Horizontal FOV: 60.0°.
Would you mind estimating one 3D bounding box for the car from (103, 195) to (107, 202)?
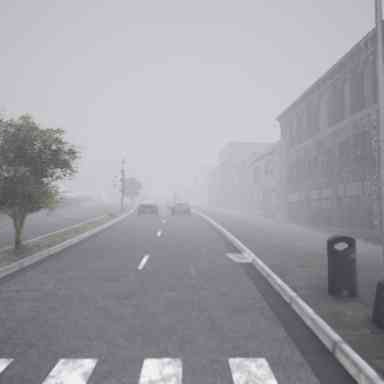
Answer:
[{"bbox_3d":[-25.875,1.565,86.143,5.566,2.045,2.435,1,-2,-29],"label":"car"}]

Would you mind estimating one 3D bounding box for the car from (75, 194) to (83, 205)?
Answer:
[{"bbox_3d":[-20.821,1.372,53.802,5.008,1.535,2.097,0,0,-29],"label":"car"}]

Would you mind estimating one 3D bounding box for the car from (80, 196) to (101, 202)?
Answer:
[{"bbox_3d":[-25.437,1.784,83.176,4.674,1.452,2.002,0,-2,-29],"label":"car"}]

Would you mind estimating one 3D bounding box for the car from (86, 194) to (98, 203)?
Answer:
[{"bbox_3d":[-23.576,1.525,71.421,5.008,1.535,2.097,0,-1,-29],"label":"car"}]

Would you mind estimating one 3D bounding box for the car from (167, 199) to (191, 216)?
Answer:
[{"bbox_3d":[-1.174,1.503,32.654,2.128,1.511,4.902,1,0,-5],"label":"car"}]

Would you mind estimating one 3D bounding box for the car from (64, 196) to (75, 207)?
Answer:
[{"bbox_3d":[-19.929,1.360,47.956,4.892,1.521,2.231,0,0,-28],"label":"car"}]

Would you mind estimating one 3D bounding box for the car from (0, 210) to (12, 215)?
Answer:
[{"bbox_3d":[-17.669,1.355,27.402,4.892,1.521,2.231,0,0,-24],"label":"car"}]

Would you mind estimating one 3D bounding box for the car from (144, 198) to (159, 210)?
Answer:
[{"bbox_3d":[-5.421,1.535,44.649,1.812,1.442,4.674,1,0,-6],"label":"car"}]

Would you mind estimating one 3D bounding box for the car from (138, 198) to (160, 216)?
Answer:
[{"bbox_3d":[-4.116,1.460,31.836,1.882,1.535,5.008,1,0,-5],"label":"car"}]

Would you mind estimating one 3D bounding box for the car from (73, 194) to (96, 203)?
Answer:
[{"bbox_3d":[-24.076,1.445,74.349,4.553,1.767,2.185,0,-1,-29],"label":"car"}]

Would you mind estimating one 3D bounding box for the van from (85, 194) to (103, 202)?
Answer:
[{"bbox_3d":[-26.261,1.667,89.120,4.442,1.987,1.878,1,-2,-29],"label":"van"}]

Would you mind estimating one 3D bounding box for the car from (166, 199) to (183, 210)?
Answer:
[{"bbox_3d":[-2.353,1.643,44.208,1.895,1.301,4.718,1,0,-7],"label":"car"}]

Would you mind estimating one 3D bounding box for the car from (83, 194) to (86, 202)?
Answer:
[{"bbox_3d":[-21.277,1.383,56.729,5.008,1.535,2.097,0,0,-29],"label":"car"}]

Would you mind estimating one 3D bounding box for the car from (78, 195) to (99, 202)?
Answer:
[{"bbox_3d":[-25.000,1.556,80.227,4.553,1.767,2.185,0,-1,-29],"label":"car"}]

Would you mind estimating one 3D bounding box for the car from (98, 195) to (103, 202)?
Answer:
[{"bbox_3d":[-24.350,1.621,77.396,5.366,1.575,1.946,0,-1,-29],"label":"car"}]
